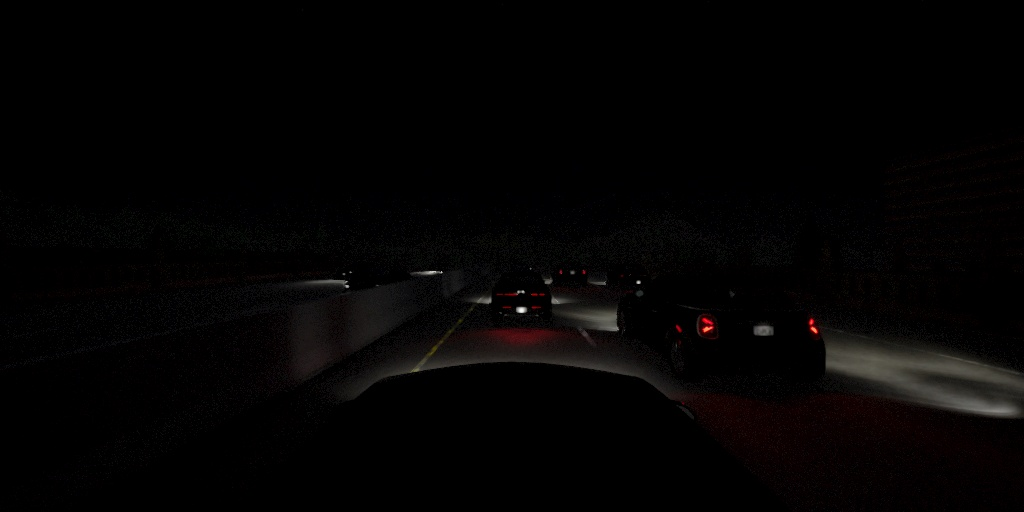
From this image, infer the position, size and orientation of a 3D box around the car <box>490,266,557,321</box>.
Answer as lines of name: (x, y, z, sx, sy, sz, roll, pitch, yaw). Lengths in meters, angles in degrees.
car: (0.310, 1.265, 12.481, 1.837, 1.490, 4.892, 0, 0, 1)

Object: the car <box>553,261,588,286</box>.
car: (4.083, 1.139, 26.007, 2.097, 1.767, 4.553, 0, 0, 1)

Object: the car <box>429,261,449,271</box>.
car: (-9.596, 1.344, 47.561, 1.994, 1.385, 4.181, 0, -1, 2)

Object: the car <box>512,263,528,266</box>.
car: (0.684, 1.323, 30.892, 2.033, 1.411, 5.357, 0, 0, 1)

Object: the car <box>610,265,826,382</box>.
car: (3.738, 1.123, 7.416, 2.097, 1.767, 4.553, 0, 0, 1)

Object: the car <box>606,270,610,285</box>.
car: (7.533, 1.304, 23.612, 1.837, 1.490, 4.892, 0, 0, 1)

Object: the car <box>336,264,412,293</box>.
car: (-6.768, 1.282, 18.845, 2.033, 1.411, 5.357, 0, 0, 1)

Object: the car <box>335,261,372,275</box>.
car: (-13.493, 1.220, 31.316, 1.837, 1.490, 4.892, 0, 0, 1)
